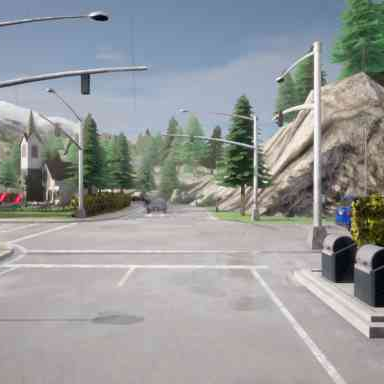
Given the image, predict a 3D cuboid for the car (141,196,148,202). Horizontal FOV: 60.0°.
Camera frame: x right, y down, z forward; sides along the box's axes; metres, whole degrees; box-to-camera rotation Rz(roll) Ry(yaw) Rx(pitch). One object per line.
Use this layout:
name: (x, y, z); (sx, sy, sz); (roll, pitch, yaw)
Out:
car: (-6.641, 1.522, 54.842); (1.837, 1.490, 4.892); (0, 0, -18)

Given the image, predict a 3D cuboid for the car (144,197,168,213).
car: (-3.764, 1.576, 36.478); (1.994, 1.385, 4.181); (0, 0, -2)

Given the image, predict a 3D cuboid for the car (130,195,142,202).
car: (-12.360, 1.456, 73.204); (5.008, 1.535, 1.882); (0, 0, 42)

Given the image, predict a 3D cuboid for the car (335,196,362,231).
car: (10.715, 1.227, 17.971); (5.566, 2.045, 2.150); (0, 0, -1)

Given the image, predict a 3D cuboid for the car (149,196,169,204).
car: (-6.492, 1.568, 64.650); (2.033, 1.411, 5.357); (0, 0, -27)
